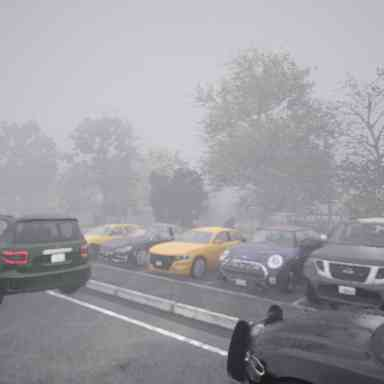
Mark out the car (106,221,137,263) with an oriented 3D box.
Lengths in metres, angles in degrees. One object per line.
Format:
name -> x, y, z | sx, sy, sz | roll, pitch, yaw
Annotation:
car -> -1.577, 2.108, 14.016 | 2.231, 1.521, 4.892 | -2, -4, 40

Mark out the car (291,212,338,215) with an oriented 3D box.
car -> 9.084, 2.392, 22.199 | 2.435, 2.045, 5.566 | -2, -4, 40

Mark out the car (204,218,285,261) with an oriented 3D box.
car -> 2.717, 1.884, 10.506 | 2.185, 1.767, 4.553 | -1, -3, 40

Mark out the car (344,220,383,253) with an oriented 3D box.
car -> 11.077, 2.586, 20.260 | 1.946, 1.575, 5.366 | -1, -3, 40

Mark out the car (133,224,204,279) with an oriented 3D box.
car -> 0.560, 2.054, 12.250 | 2.097, 1.535, 5.008 | -1, -3, 40

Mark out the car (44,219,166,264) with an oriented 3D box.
car -> -3.832, 2.157, 15.633 | 1.946, 1.575, 5.366 | -2, -4, 40

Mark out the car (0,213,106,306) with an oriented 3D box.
car -> -4.963, 1.580, 8.905 | 5.566, 2.045, 2.150 | -2, -4, 40

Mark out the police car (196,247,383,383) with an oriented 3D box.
police car -> 2.697, 1.601, 2.566 | 5.238, 1.638, 1.930 | -1, -3, 40

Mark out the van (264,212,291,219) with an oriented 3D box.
van -> 6.912, 2.478, 24.110 | 1.878, 1.987, 4.442 | -1, -4, 40

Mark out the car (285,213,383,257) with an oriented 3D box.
car -> 4.817, 1.715, 8.699 | 2.435, 2.045, 5.566 | -1, -3, 40
